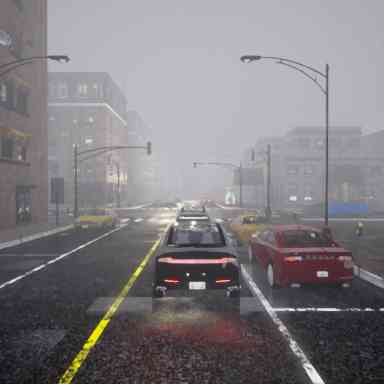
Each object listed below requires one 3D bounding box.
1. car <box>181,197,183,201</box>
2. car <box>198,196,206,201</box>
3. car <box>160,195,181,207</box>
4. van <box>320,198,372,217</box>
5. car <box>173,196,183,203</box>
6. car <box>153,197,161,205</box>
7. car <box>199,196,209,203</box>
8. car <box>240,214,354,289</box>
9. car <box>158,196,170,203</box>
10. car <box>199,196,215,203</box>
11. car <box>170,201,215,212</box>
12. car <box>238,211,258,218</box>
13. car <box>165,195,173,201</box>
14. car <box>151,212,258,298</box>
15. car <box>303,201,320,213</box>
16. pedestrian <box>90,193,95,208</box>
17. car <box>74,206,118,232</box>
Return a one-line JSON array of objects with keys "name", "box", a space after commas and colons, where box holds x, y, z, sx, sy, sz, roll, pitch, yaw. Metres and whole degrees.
[{"name": "car", "box": [-3.182, 1.607, 65.079, 1.994, 1.385, 4.181, 0, 0, 0]}, {"name": "car", "box": [2.499, 1.629, 87.076, 2.008, 1.369, 4.403, -1, 0, 0]}, {"name": "car", "box": [-3.201, 1.571, 50.497, 2.033, 1.411, 5.357, 0, 0, 0]}, {"name": "van", "box": [14.591, 1.416, 31.215, 3.998, 1.788, 1.690, 0, 0, -1]}, {"name": "car", "box": [-3.162, 1.584, 76.001, 2.128, 1.511, 4.902, 0, 0, 0]}, {"name": "car", "box": [-5.821, 1.584, 58.562, 2.008, 1.369, 4.403, 0, 0, 0]}, {"name": "car", "box": [2.535, 1.601, 69.986, 2.008, 1.369, 4.403, 0, 0, 0]}, {"name": "car", "box": [2.666, 1.545, 9.030, 1.887, 1.381, 4.507, 0, 0, 0]}, {"name": "car", "box": [-5.845, 1.600, 69.956, 2.008, 1.369, 4.403, 0, 0, 0]}, {"name": "car", "box": [2.571, 1.466, 52.895, 1.967, 1.590, 4.097, 0, 0, 0]}, {"name": "car", "box": [0.061, 1.494, 18.855, 2.128, 1.511, 4.902, 0, 0, 0]}, {"name": "car", "box": [2.653, 1.527, 14.897, 1.752, 1.417, 4.829, 0, 0, 0]}, {"name": "car", "box": [-5.882, 1.604, 86.875, 1.752, 1.417, 4.829, 0, 0, 0]}, {"name": "car", "box": [0.084, 1.491, 8.486, 2.128, 1.511, 4.902, 0, 0, 0]}, {"name": "car", "box": [14.585, 1.599, 37.005, 4.181, 1.385, 1.994, 0, 0, -1]}, {"name": "pedestrian", "box": [-12.721, 1.083, 42.276, 0.375, 1.860, 0.375, 0, 0, -1]}, {"name": "car", "box": [-5.739, 1.529, 20.240, 1.752, 1.417, 4.829, 0, 0, 0]}]
